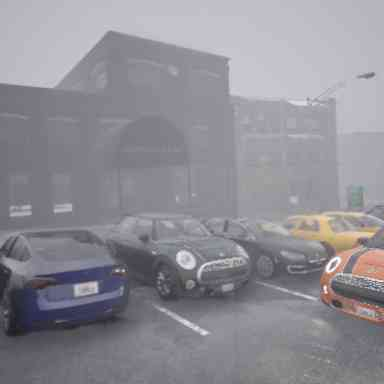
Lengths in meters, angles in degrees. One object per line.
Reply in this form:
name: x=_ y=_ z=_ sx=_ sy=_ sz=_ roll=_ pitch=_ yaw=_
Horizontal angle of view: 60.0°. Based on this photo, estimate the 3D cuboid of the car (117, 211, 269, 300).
car: x=-0.559 y=1.361 z=8.641 sx=2.185 sy=1.767 sz=4.553 roll=0 pitch=0 yaw=-35

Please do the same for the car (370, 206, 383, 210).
car: x=6.747 y=1.497 z=13.579 sx=1.946 sy=1.575 sz=5.366 roll=0 pitch=0 yaw=-35

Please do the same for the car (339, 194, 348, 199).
car: x=22.351 y=0.957 z=51.673 sx=1.994 sy=1.385 sz=4.181 roll=-4 pitch=0 yaw=-23

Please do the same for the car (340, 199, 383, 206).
car: x=9.053 y=1.374 z=15.412 sx=2.185 sy=1.767 sz=4.553 roll=0 pitch=0 yaw=-35

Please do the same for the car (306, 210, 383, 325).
car: x=4.635 y=1.363 z=6.686 sx=4.553 sy=1.767 sz=2.097 roll=0 pitch=0 yaw=-36

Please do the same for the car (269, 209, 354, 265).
car: x=4.138 y=1.492 z=12.175 sx=1.946 sy=1.575 sz=5.366 roll=0 pitch=0 yaw=-35

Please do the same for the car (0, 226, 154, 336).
car: x=-2.950 y=1.512 z=6.934 sx=2.163 sy=1.488 sz=4.792 roll=0 pitch=0 yaw=-35
